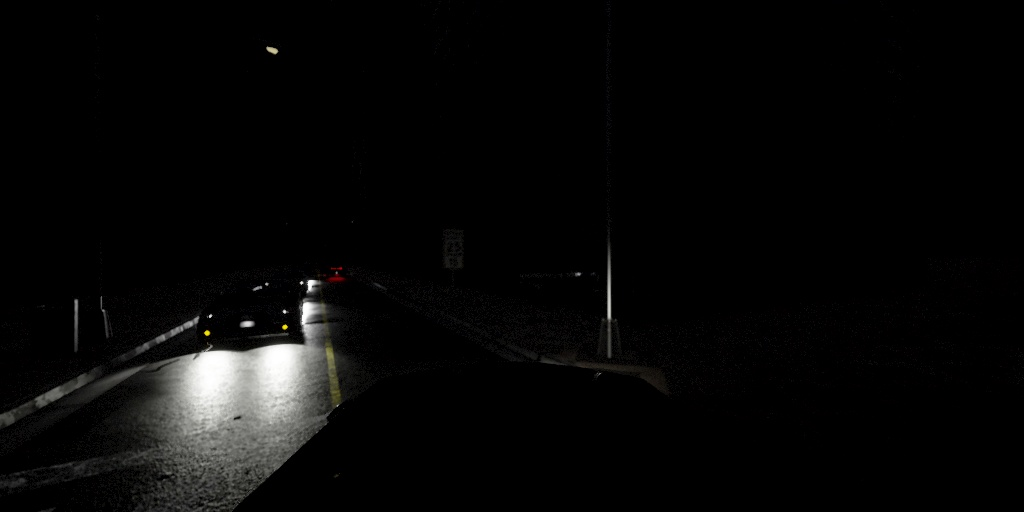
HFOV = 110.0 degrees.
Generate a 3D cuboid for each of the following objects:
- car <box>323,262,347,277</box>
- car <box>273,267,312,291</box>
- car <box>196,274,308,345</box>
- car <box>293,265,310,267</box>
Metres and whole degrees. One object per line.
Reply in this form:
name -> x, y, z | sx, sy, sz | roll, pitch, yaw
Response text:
car -> -18.851, 1.468, 38.343 | 1.837, 1.490, 4.892 | 0, 0, -28
car -> -12.356, 1.461, 19.828 | 1.895, 1.301, 4.718 | 0, 0, -28
car -> -6.909, 1.366, 9.855 | 1.994, 1.385, 4.181 | 0, 0, -28
car -> -20.081, 1.546, 34.087 | 1.895, 1.301, 4.718 | 0, 0, -28
